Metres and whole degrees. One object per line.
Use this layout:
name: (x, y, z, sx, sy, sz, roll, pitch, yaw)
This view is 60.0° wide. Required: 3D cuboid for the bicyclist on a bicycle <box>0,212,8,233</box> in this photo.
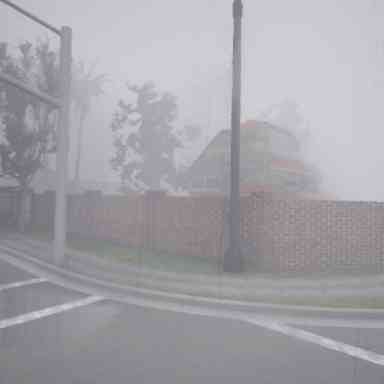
bicyclist on a bicycle: (-11.201, 1.507, 18.686, 0.582, 1.620, 1.656, 0, -2, 45)
